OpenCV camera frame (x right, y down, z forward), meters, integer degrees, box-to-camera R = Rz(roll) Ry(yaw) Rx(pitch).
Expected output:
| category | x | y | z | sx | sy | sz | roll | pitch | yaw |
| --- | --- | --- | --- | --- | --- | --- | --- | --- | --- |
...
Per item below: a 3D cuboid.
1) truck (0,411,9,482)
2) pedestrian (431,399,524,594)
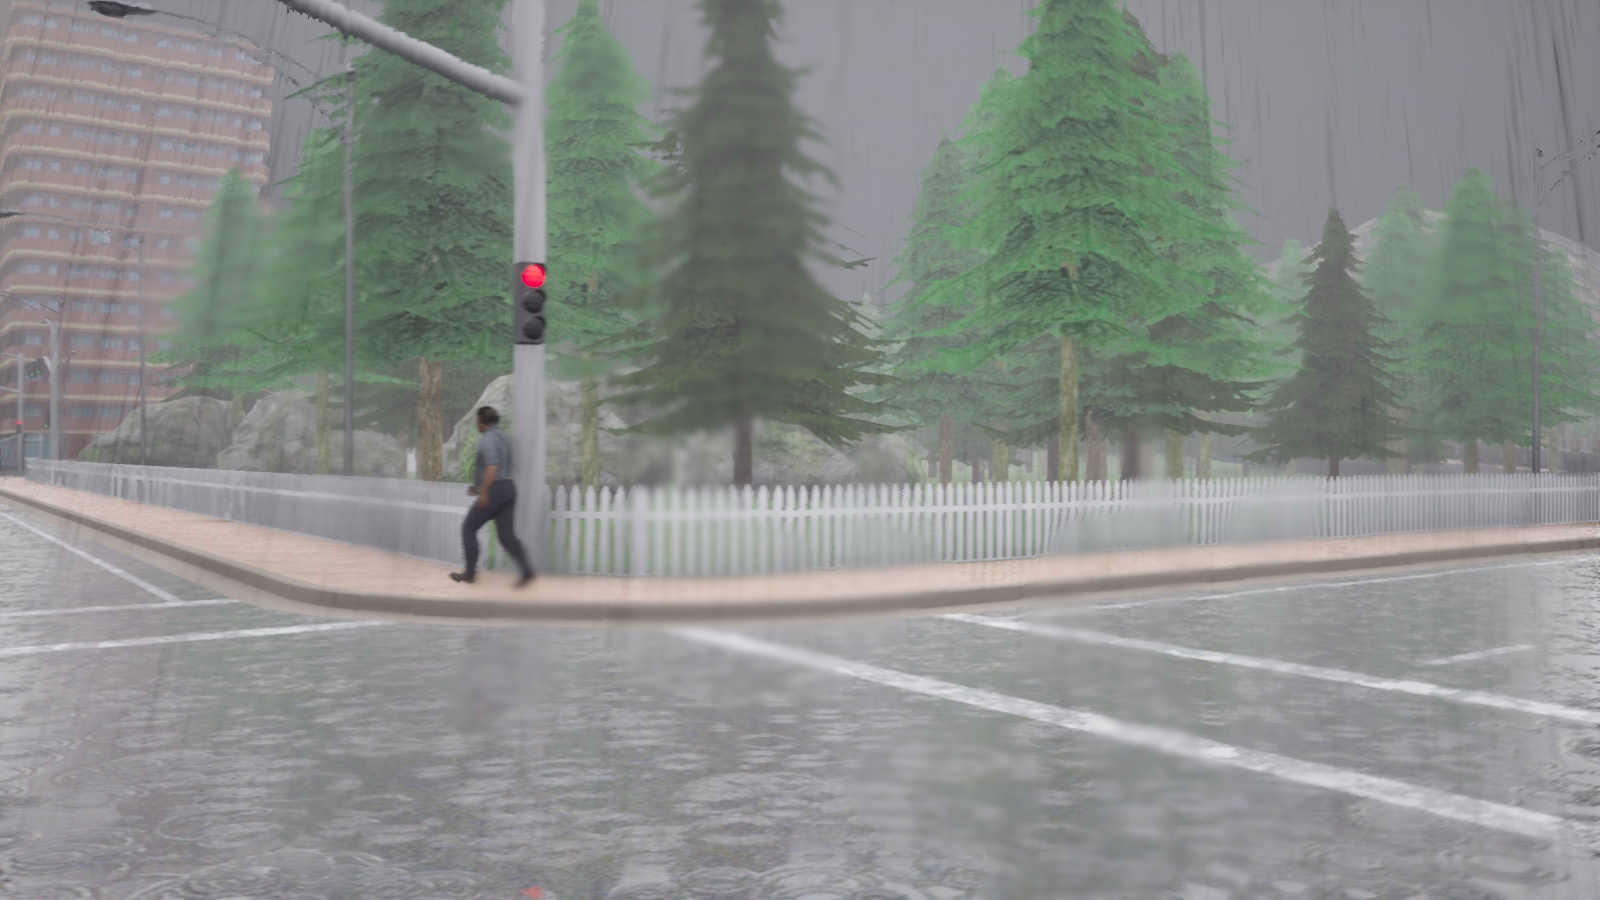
| category | x | y | z | sx | sy | sz | roll | pitch | yaw |
| --- | --- | --- | --- | --- | --- | --- | --- | --- | --- |
| truck | -46.785 | -0.181 | 66.130 | 8.468 | 3.827 | 2.891 | 0 | 0 | -37 |
| pedestrian | -3.143 | 0.440 | 12.251 | 0.694 | 1.848 | 0.540 | 0 | 0 | 17 |
